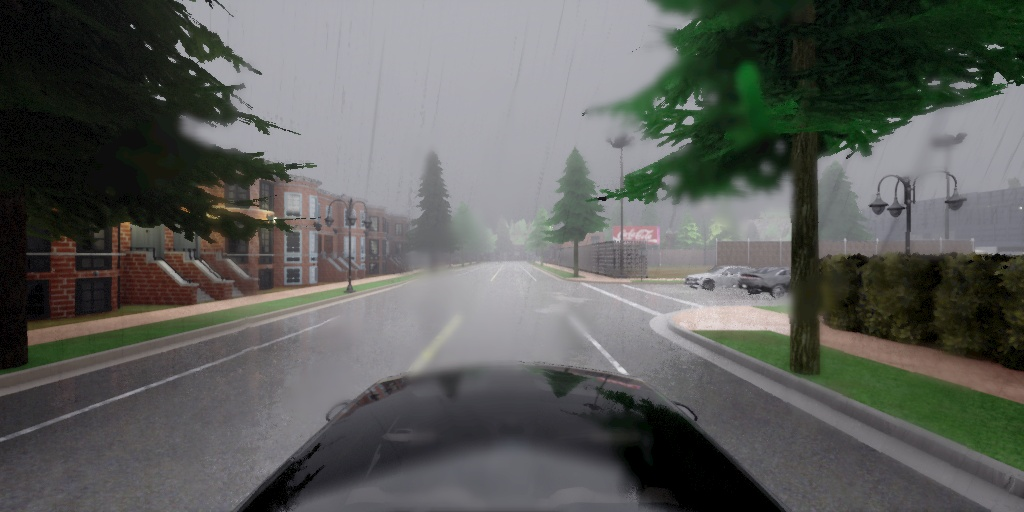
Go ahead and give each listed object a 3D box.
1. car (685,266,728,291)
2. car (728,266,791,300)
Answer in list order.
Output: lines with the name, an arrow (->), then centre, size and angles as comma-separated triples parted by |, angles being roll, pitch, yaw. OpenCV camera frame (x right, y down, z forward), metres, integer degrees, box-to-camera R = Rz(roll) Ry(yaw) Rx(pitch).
car -> 12.744, 1.295, 21.232 | 4.674, 1.442, 1.812 | 0, 0, 1
car -> 13.689, 1.261, 17.425 | 4.902, 1.511, 2.128 | 0, 0, -1
